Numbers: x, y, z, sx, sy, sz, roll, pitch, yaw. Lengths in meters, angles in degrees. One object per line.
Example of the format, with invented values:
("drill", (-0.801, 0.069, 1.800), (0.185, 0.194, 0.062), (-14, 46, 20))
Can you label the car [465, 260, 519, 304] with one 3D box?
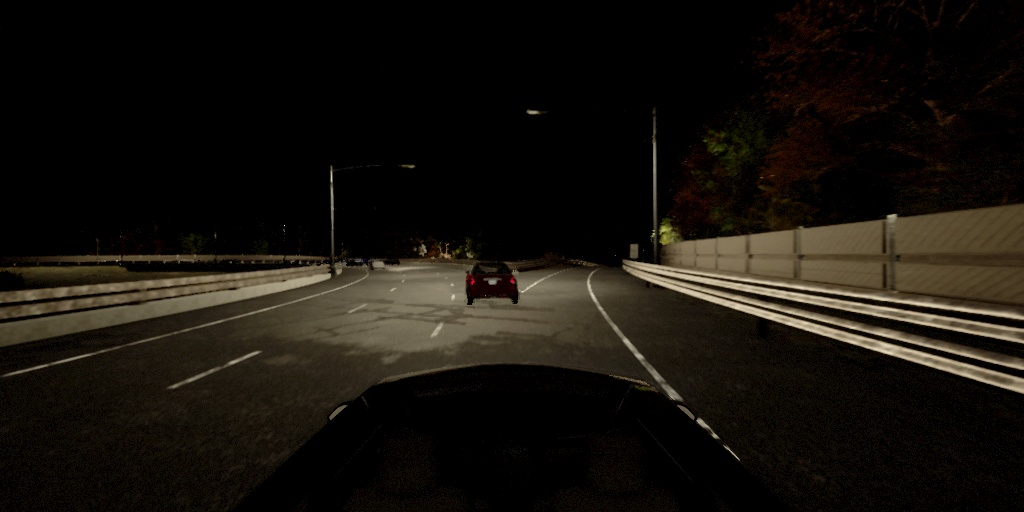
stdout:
("car", (-1.006, 1.035, 16.109), (2.097, 1.767, 4.553), (-1, 0, -7))

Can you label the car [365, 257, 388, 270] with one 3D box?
("car", (-19.489, 1.238, 51.563), (1.812, 1.442, 4.674), (-1, 0, -28))
